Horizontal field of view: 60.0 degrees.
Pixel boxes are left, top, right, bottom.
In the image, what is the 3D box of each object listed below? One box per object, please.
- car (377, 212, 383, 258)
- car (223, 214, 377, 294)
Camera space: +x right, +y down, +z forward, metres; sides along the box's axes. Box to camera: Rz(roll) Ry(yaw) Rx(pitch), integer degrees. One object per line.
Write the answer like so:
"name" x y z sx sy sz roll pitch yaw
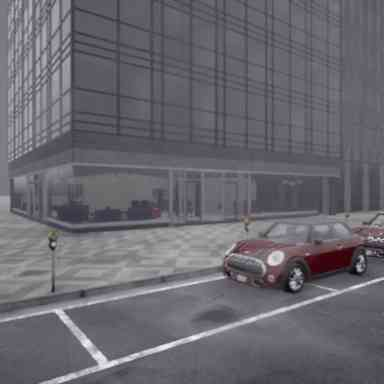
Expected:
"car" 7.344 1.442 12.006 4.097 1.590 1.967 0 0 -35
"car" 2.753 1.440 8.732 4.097 1.590 1.967 0 0 -35
